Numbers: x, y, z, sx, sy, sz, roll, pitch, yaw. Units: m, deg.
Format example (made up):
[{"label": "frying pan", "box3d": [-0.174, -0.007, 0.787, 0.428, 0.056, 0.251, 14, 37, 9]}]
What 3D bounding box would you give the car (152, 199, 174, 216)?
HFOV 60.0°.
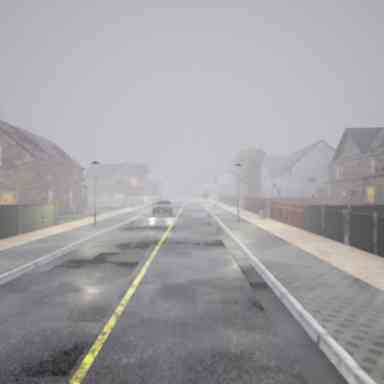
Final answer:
[{"label": "car", "box3d": [-2.747, 1.447, 32.378, 1.882, 1.535, 5.008, 0, 0, 0]}]
